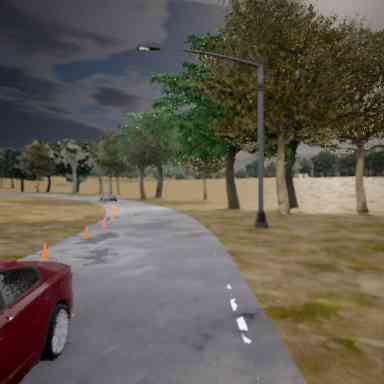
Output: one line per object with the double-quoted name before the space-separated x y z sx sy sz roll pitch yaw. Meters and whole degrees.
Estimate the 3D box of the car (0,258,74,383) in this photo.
"car" -2.715 1.475 3.080 1.882 1.535 5.008 0 0 0

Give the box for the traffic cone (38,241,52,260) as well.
"traffic cone" -4.865 1.929 11.017 0.340 0.580 0.340 0 0 -1

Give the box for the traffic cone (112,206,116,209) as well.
"traffic cone" -6.994 1.769 30.345 0.340 0.580 0.340 -1 1 -12

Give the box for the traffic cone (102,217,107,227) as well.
"traffic cone" -5.453 1.868 20.733 0.340 0.580 0.340 0 1 -6

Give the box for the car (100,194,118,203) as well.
"car" -13.743 0.993 54.842 1.994 1.385 4.181 -1 2 -33

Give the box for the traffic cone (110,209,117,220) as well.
"traffic cone" -6.105 1.823 25.559 0.340 0.580 0.340 0 1 -9
